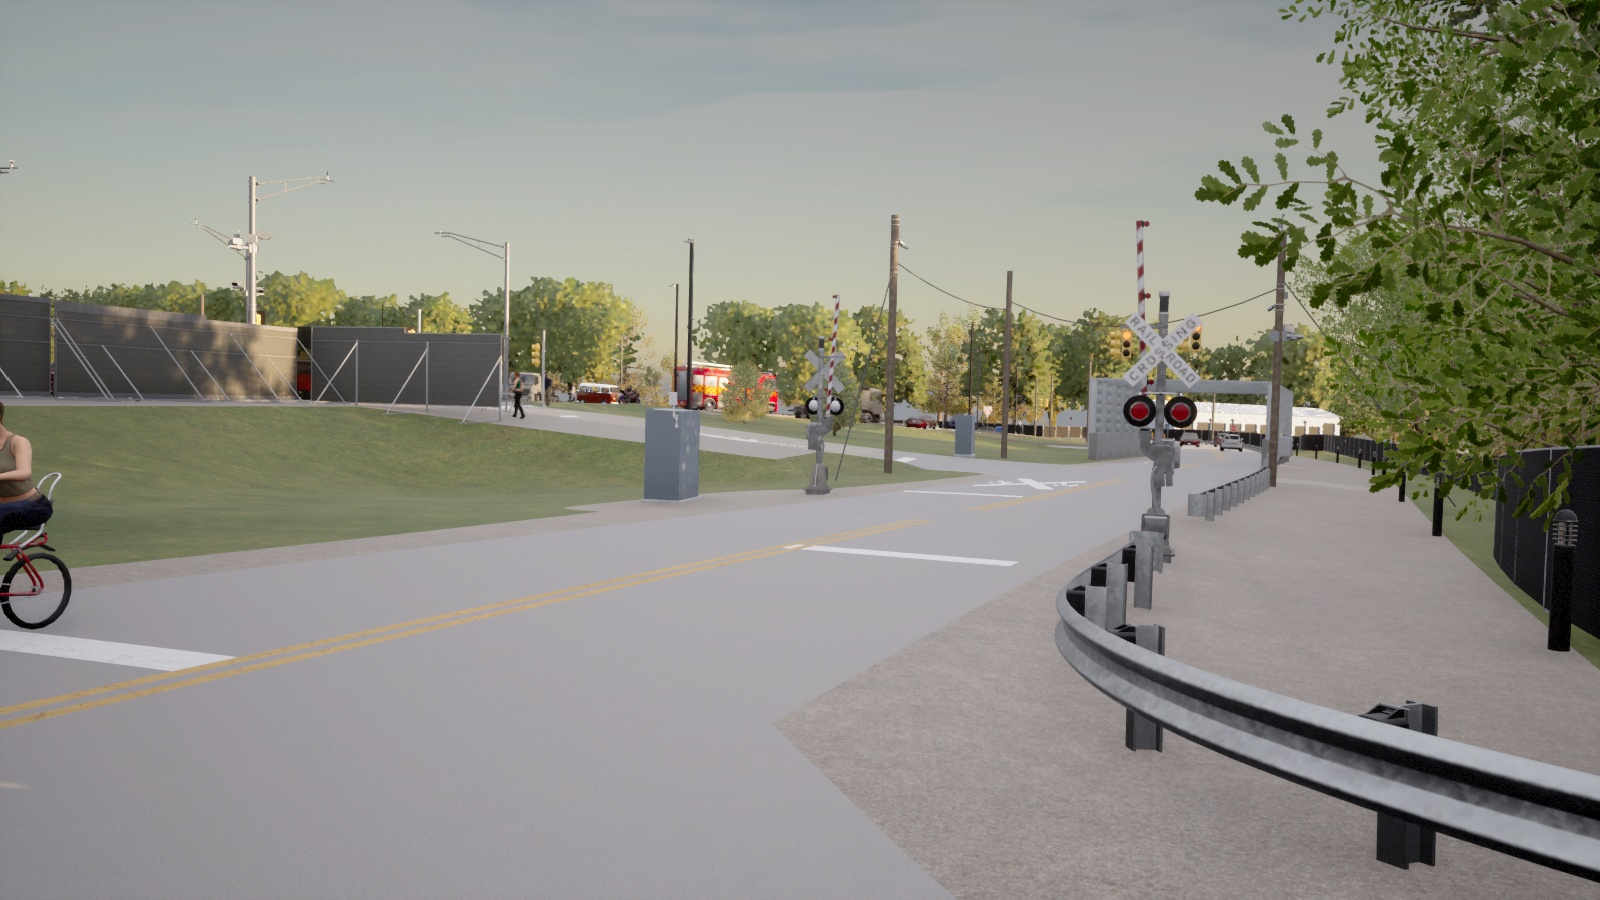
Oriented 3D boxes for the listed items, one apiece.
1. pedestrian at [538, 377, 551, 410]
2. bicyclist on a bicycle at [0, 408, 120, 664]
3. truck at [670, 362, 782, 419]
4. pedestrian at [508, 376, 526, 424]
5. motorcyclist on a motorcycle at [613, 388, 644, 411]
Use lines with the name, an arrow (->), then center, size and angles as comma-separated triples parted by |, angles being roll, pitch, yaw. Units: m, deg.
pedestrian -> -14.021, -3.104, 68.981 | 0.402, 1.842, 0.726 | 1, 3, 16
bicyclist on a bicycle -> -5.397, 0.536, 8.178 | 0.866, 1.612, 1.509 | 1, 1, 19
truck -> -5.692, -4.597, 97.962 | 8.468, 3.827, 2.891 | 2, 1, -39
pedestrian -> -11.098, -1.963, 49.196 | 0.594, 1.836, 0.345 | 1, 3, 17
motorcyclist on a motorcycle -> -12.527, -3.691, 91.731 | 0.866, 1.530, 2.191 | 2, 0, 37
